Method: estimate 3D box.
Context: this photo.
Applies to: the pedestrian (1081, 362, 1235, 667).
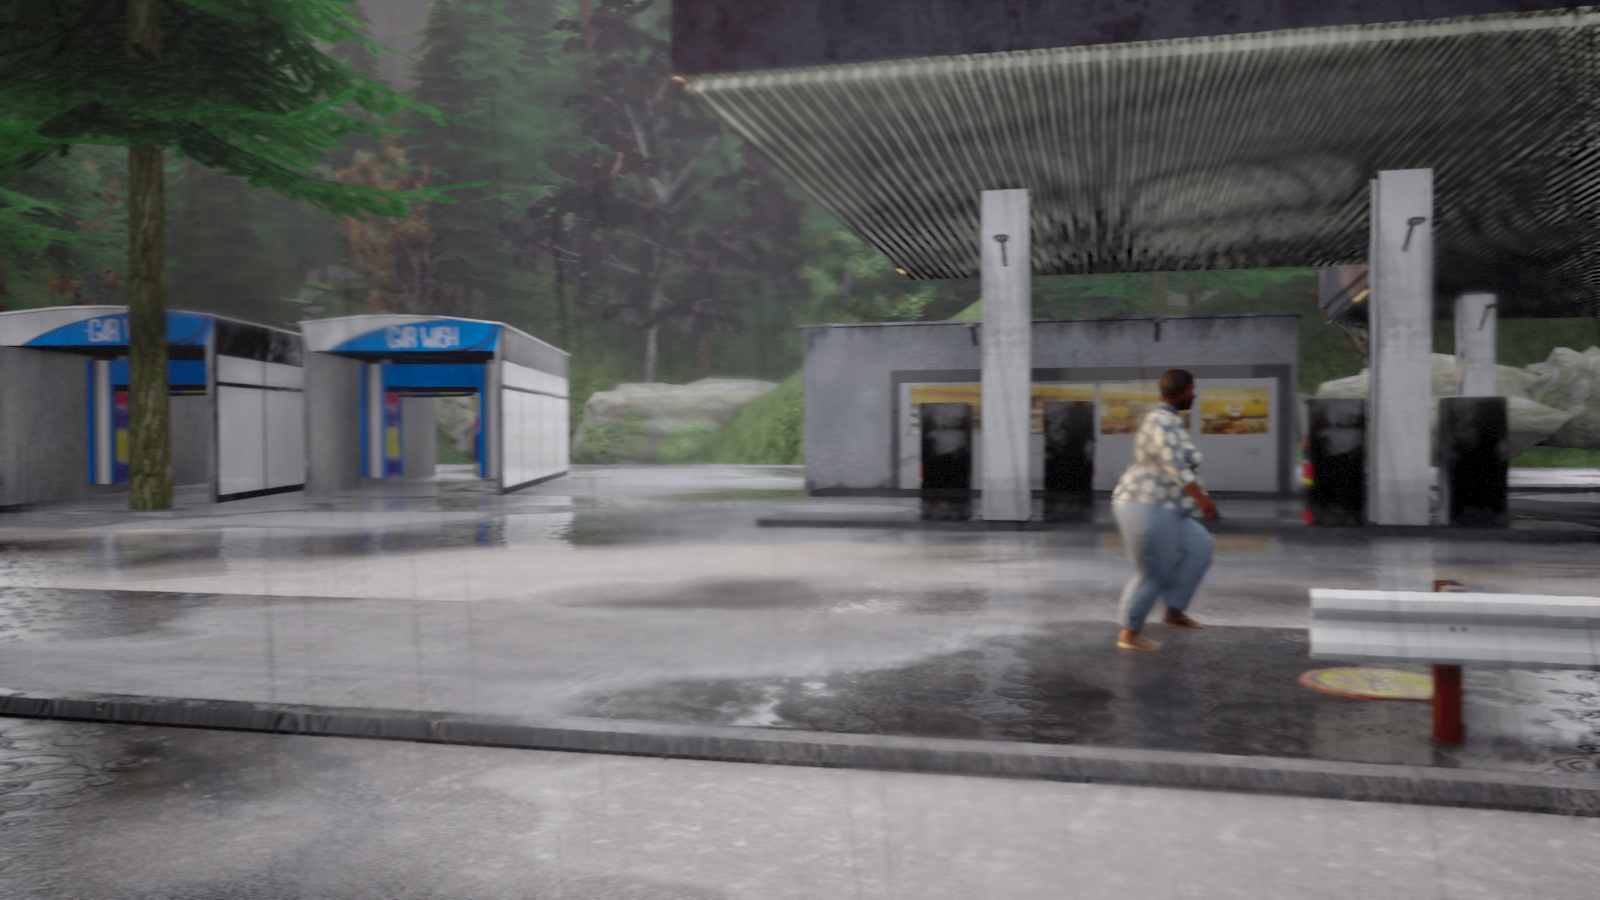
[{"bbox_3d":[2.310,0.383,8.155,0.900,1.855,0.874,0,1,15],"label":"pedestrian"}]
